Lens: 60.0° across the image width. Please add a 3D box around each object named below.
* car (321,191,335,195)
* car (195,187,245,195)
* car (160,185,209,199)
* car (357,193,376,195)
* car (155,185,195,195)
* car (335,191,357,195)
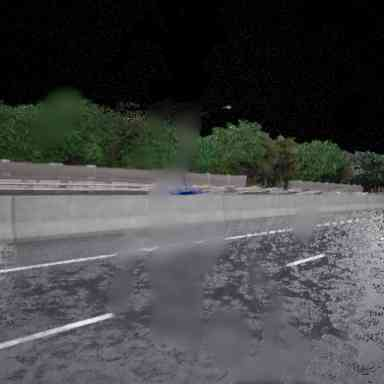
[{"bbox_3d":[25.469,0.486,61.596,4.181,1.385,1.994,1,2,-43],"label":"car"},{"bbox_3d":[2.946,0.342,30.843,4.892,1.490,1.837,1,3,-43],"label":"car"},{"bbox_3d":[-0.783,-0.016,36.916,5.357,1.411,2.033,1,3,-43],"label":"car"},{"bbox_3d":[30.424,0.901,56.676,4.181,1.385,1.994,2,2,-43],"label":"car"},{"bbox_3d":[-1.238,0.096,31.725,5.008,1.535,1.882,1,3,-43],"label":"car"},{"bbox_3d":[27.997,0.639,59.183,4.902,1.511,2.128,1,2,-43],"label":"car"}]
